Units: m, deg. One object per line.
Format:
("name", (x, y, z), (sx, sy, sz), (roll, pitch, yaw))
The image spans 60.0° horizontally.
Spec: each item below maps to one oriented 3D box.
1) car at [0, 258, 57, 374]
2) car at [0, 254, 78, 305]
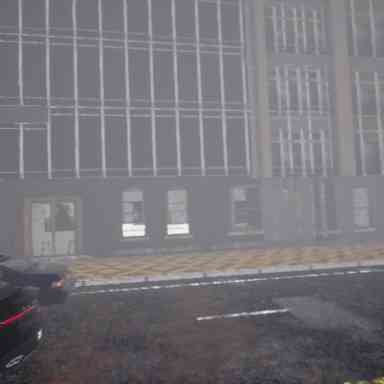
("car", (-4.682, 1.943, 4.561), (4.892, 1.490, 1.837), (-1, -3, -11))
("car", (-5.516, 2.194, 7.700), (5.357, 1.411, 2.033), (-1, -3, -11))
